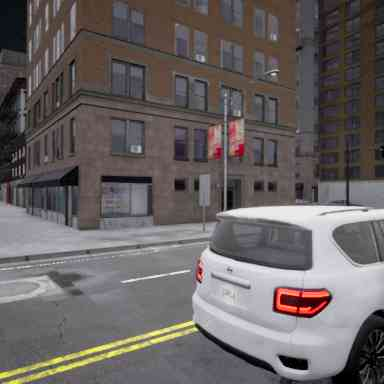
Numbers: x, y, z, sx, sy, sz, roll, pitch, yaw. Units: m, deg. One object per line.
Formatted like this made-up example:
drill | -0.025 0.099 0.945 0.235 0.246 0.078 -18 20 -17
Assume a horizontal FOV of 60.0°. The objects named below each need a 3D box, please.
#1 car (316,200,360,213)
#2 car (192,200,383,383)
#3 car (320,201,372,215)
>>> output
car | 16.945 1.596 38.714 1.947 1.339 4.313 0 0 -35
car | 2.618 1.222 5.294 5.566 2.045 2.150 0 0 -35
car | 16.028 1.615 34.883 1.895 1.301 4.718 0 0 -34
